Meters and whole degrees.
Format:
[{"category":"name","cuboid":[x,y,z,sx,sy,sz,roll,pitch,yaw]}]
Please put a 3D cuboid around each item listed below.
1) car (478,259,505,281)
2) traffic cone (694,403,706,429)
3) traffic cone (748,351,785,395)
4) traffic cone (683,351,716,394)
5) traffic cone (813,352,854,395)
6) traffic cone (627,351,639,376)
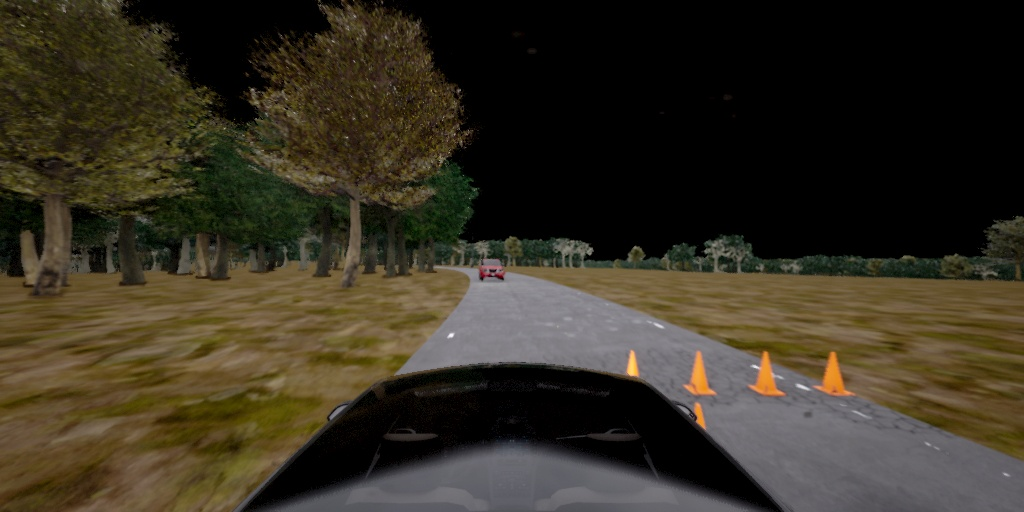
[{"category":"car","cuboid":[-1.980,1.274,33.941,2.150,2.045,5.566,0,-1,-7]},{"category":"traffic cone","cuboid":[1.801,1.724,3.465,0.340,0.580,0.340,0,0,1]},{"category":"traffic cone","cuboid":[3.839,1.742,5.425,0.340,0.580,0.340,0,0,1]},{"category":"traffic cone","cuboid":[2.839,1.742,5.445,0.340,0.580,0.340,0,0,1]},{"category":"traffic cone","cuboid":[4.839,1.741,5.406,0.340,0.580,0.340,0,0,1]},{"category":"traffic cone","cuboid":[1.839,1.742,5.465,0.340,0.580,0.340,0,0,1]}]
